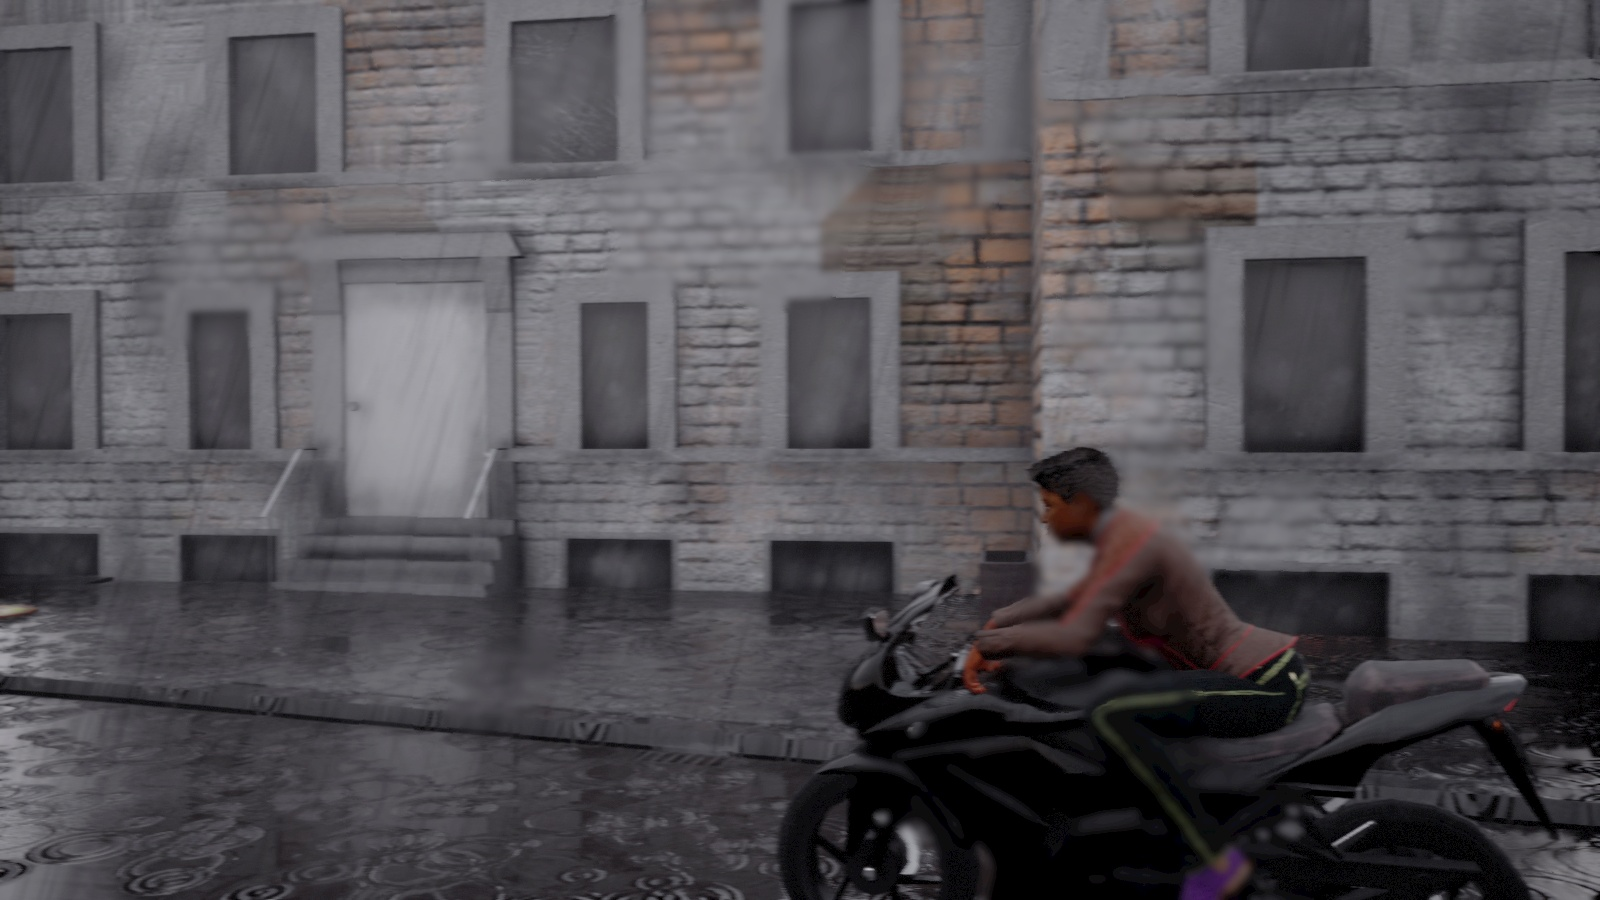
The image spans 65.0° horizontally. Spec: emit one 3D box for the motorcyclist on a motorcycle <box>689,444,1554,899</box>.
[{"bbox_3d":[0.797,0.756,3.447,2.044,1.523,0.797,1,1,19],"label":"motorcyclist on a motorcycle"}]
